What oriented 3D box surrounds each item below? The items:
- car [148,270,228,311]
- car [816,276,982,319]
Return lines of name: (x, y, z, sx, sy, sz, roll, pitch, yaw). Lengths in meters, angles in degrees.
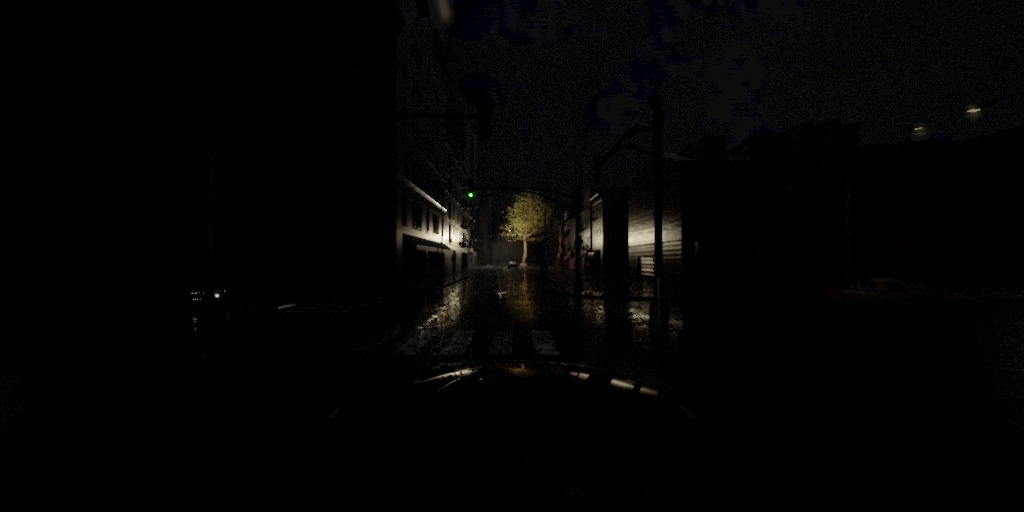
car: (-13.779, 1.272, 13.815, 4.892, 1.490, 1.837, 0, -1, 0)
car: (13.884, 1.434, 12.967, 4.829, 1.417, 1.751, 0, 0, 0)
